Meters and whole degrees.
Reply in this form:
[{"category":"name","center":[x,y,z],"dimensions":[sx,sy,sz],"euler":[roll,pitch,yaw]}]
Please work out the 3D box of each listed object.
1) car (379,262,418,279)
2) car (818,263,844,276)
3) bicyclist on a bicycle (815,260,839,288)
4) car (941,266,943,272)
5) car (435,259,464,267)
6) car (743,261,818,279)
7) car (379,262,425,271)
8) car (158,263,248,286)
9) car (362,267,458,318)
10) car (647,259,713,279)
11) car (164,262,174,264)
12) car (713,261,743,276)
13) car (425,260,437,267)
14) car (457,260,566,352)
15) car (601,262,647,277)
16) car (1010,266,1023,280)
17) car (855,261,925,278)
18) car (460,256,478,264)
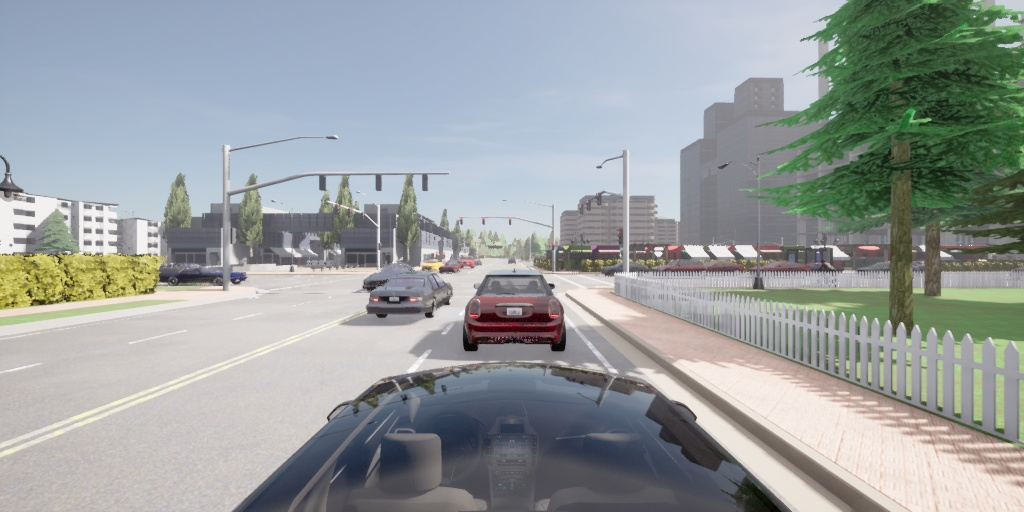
[{"category":"car","center":[-10.603,1.307,33.957],"dimensions":[2.033,1.411,5.357],"euler":[0,0,0]},{"category":"car","center":[30.454,1.361,36.255],"dimensions":[4.718,1.301,1.895],"euler":[0,0,-1]},{"category":"bicyclist on a bicycle","center":[18.791,1.058,21.476],"dimensions":[0.582,1.620,1.656],"euler":[0,0,-1]},{"category":"car","center":[40.678,1.251,36.480],"dimensions":[4.902,1.511,2.128],"euler":[0,0,-1]},{"category":"car","center":[-7.103,1.362,41.055],"dimensions":[1.895,1.301,4.718],"euler":[0,0,0]},{"category":"car","center":[24.292,1.236,32.599],"dimensions":[5.008,1.535,1.882],"euler":[0,0,-1]},{"category":"car","center":[-7.102,1.303,21.563],"dimensions":[2.033,1.411,5.357],"euler":[0,0,0]},{"category":"car","center":[-20.881,1.357,24.371],"dimensions":[4.718,1.301,1.895],"euler":[0,0,-1]},{"category":"car","center":[-3.419,1.301,12.956],"dimensions":[2.033,1.411,5.357],"euler":[0,0,0]},{"category":"car","center":[15.079,1.111,32.369],"dimensions":[4.553,1.767,2.097],"euler":[0,0,-1]},{"category":"car","center":[-25.391,1.249,27.766],"dimensions":[4.902,1.511,2.128],"euler":[0,0,-2]},{"category":"car","center":[20.555,1.237,36.010],"dimensions":[5.008,1.535,1.882],"euler":[0,0,-1]},{"category":"car","center":[-10.602,1.240,47.676],"dimensions":[1.882,1.535,5.008],"euler":[0,0,0]},{"category":"car","center":[0.064,1.104,9.121],"dimensions":[2.097,1.767,4.553],"euler":[0,0,0]},{"category":"car","center":[11.230,1.285,35.756],"dimensions":[4.674,1.442,1.812],"euler":[0,0,-1]},{"category":"car","center":[43.879,1.322,29.427],"dimensions":[4.181,1.385,1.994],"euler":[0,0,-3]},{"category":"car","center":[34.353,1.264,32.842],"dimensions":[4.892,1.490,1.837],"euler":[0,0,-1]},{"category":"car","center":[-7.092,0.988,56.044],"dimensions":[2.150,2.045,5.566],"euler":[0,0,0]}]
